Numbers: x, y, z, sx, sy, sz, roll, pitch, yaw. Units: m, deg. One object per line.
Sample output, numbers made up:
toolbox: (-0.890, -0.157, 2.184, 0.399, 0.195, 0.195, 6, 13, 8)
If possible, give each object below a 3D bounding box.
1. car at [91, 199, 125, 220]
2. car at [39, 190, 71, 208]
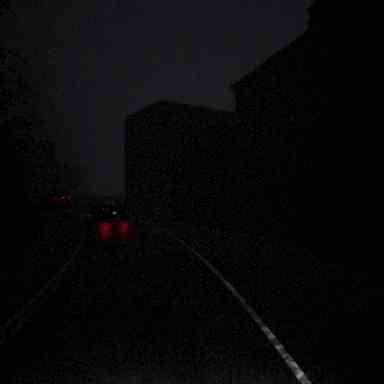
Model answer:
car: (-6.400, 1.244, 25.243, 1.812, 1.442, 4.674, 0, 1, -26)
car: (-16.353, 0.750, 39.638, 2.150, 2.045, 5.566, 0, 1, -41)
